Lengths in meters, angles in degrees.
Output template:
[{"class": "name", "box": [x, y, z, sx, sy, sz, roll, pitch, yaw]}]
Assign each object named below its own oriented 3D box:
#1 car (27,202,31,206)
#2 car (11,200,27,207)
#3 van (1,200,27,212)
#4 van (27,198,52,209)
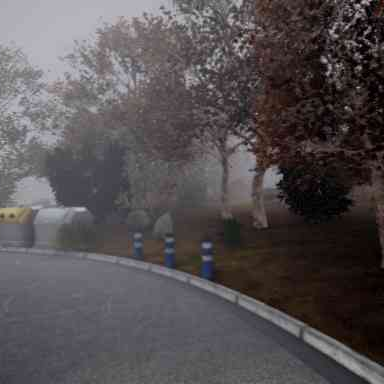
[{"class": "car", "box": [-24.308, 2.547, 47.281, 4.792, 1.488, 2.163, -2, 1, 26]}, {"class": "car", "box": [-25.600, 2.368, 44.806, 5.566, 2.045, 2.435, -2, 1, 26]}, {"class": "van", "box": [-32.323, 2.511, 60.427, 4.442, 1.987, 1.878, -2, 1, 26]}, {"class": "van", "box": [-30.058, 2.325, 65.558, 4.442, 1.987, 1.878, -2, 1, 26]}]
